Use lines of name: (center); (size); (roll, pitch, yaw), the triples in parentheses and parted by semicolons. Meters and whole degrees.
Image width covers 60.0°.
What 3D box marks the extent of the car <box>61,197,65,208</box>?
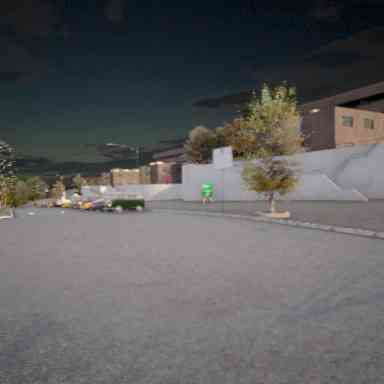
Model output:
car: (-18.208, 1.877, 54.987); (1.946, 1.575, 5.366); (-2, -2, 41)

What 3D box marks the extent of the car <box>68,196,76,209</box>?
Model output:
car: (-15.451, 1.599, 49.643); (2.185, 1.767, 4.553); (-2, -1, 41)

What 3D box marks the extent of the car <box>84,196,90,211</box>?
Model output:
car: (-9.755, 1.453, 39.168); (2.002, 1.452, 4.674); (-2, -1, 41)

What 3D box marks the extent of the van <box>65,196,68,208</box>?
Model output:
van: (-16.976, 1.576, 52.145); (1.878, 1.987, 4.442); (-2, -1, 41)

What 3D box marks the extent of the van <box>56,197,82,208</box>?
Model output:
van: (-24.116, 1.989, 65.208); (1.878, 1.987, 4.442); (-2, -2, 41)

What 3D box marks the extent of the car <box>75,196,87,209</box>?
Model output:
car: (-11.307, 1.487, 41.640); (1.946, 1.575, 5.366); (-2, -1, 41)

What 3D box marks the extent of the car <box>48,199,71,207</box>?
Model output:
car: (-31.145, 2.635, 78.368); (2.185, 1.767, 4.553); (-3, -2, 41)

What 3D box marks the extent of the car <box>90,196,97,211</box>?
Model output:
car: (-8.336, 1.375, 36.555); (2.002, 1.452, 4.674); (-2, -2, 41)

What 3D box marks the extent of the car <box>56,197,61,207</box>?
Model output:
car: (-21.177, 2.039, 60.070); (2.097, 1.535, 5.008); (-2, -1, 41)

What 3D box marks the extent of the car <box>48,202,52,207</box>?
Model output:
car: (-25.483, 2.061, 67.882); (2.435, 2.045, 5.566); (-2, -2, 41)

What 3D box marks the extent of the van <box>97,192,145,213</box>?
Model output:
van: (-6.983, 1.031, 33.857); (1.878, 1.987, 4.442); (-2, -1, 41)

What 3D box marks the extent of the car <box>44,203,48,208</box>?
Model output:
car: (-29.858, 2.635, 75.587); (1.946, 1.575, 5.366); (-3, -2, 41)

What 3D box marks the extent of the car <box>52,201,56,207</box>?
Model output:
car: (-22.600, 1.872, 62.708); (2.435, 2.045, 5.566); (-3, -2, 41)
